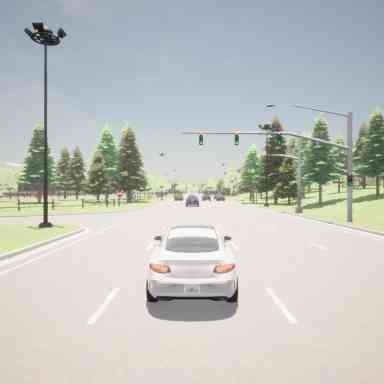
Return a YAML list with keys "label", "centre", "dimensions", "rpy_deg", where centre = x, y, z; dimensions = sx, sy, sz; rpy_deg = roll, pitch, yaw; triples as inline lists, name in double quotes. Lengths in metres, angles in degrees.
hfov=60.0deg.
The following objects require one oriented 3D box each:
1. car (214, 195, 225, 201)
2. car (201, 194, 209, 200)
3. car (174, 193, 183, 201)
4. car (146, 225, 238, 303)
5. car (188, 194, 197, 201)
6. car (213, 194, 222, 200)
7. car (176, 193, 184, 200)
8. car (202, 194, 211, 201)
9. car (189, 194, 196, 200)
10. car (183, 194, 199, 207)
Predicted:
- label: "car"
  centre: [7.119, 1.517, 82.612]
  dimensions: [2.128, 1.511, 4.902]
  rpy_deg: [0, 0, 0]
- label: "car"
  centre: [3.634, 1.372, 93.037]
  dimensions: [2.033, 1.411, 5.357]
  rpy_deg: [0, 0, 0]
- label: "car"
  centre: [-3.380, 1.544, 83.010]
  dimensions: [1.994, 1.385, 4.181]
  rpy_deg: [0, 0, 0]
- label: "car"
  centre: [0.018, 1.526, 8.106]
  dimensions: [1.812, 1.442, 4.674]
  rpy_deg: [0, 0, 0]
- label: "car"
  centre: [0.120, 1.348, 83.009]
  dimensions: [2.097, 1.767, 4.553]
  rpy_deg: [0, 0, 0]
- label: "car"
  centre: [7.134, 1.385, 93.032]
  dimensions: [1.994, 1.385, 4.181]
  rpy_deg: [0, 0, 0]
- label: "car"
  centre: [-3.366, 1.187, 93.017]
  dimensions: [2.097, 1.767, 4.553]
  rpy_deg: [0, 0, 0]
- label: "car"
  centre: [3.620, 1.348, 83.004]
  dimensions: [2.097, 1.767, 4.553]
  rpy_deg: [0, 0, 0]
- label: "car"
  centre: [0.134, 1.332, 93.042]
  dimensions: [1.837, 1.490, 4.892]
  rpy_deg: [0, 0, 0]
- label: "car"
  centre: [0.075, 1.352, 51.979]
  dimensions: [2.097, 1.767, 4.553]
  rpy_deg: [0, 0, 0]
